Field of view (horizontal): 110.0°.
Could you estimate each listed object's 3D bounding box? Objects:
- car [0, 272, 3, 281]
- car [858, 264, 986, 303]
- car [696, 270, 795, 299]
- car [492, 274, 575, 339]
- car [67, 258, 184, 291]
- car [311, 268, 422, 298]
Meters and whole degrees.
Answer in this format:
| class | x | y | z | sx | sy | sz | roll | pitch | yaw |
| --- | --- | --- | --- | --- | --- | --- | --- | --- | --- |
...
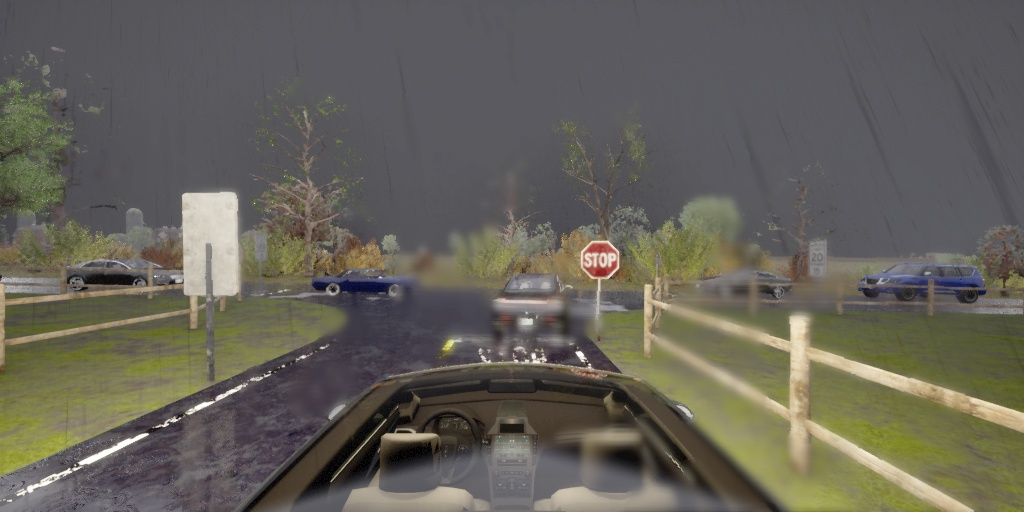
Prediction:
| class | x | y | z | sx | sy | sz | roll | pitch | yaw |
| --- | --- | --- | --- | --- | --- | --- | --- | --- | --- |
| car | -27.784 | 0.717 | 17.280 | 4.674 | 1.442 | 1.812 | 1 | 1 | 0 |
| car | 22.911 | 1.466 | 20.138 | 5.566 | 2.045 | 2.150 | 1 | 1 | 0 |
| car | 13.015 | 1.525 | 20.156 | 4.902 | 1.511 | 2.128 | 1 | 1 | 0 |
| car | 0.712 | 1.240 | 10.206 | 2.128 | 1.511 | 4.902 | 0 | 0 | 9 |
| car | -18.480 | 0.885 | 17.267 | 4.902 | 1.511 | 2.128 | 1 | 1 | 0 |
| car | -6.812 | 1.248 | 17.242 | 4.718 | 1.301 | 1.895 | 1 | 1 | 0 |
